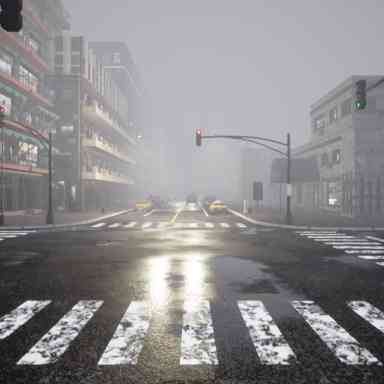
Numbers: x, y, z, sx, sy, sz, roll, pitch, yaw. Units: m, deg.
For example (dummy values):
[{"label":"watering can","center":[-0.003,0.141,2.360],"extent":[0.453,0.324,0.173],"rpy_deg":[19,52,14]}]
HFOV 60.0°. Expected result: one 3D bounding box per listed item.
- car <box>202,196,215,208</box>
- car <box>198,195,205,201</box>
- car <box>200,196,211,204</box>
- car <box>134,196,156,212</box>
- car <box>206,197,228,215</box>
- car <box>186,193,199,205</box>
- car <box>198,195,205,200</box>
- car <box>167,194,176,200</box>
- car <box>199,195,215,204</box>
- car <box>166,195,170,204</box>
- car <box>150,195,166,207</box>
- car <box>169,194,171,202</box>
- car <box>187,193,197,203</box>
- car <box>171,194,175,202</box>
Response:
[{"label":"car","center":[2.671,1.611,44.987],"extent":[1.802,1.307,4.206],"rpy_deg":[0,0,0]},{"label":"car","center":[2.650,1.632,89.471],"extent":[1.752,1.417,4.829],"rpy_deg":[0,0,0]},{"label":"car","center":[2.661,1.612,67.144],"extent":[2.008,1.369,4.403],"rpy_deg":[0,0,0]},{"label":"car","center":[-5.706,1.549,39.273],"extent":[1.752,1.417,4.829],"rpy_deg":[0,0,0]},{"label":"car","center":[2.677,1.544,34.079],"extent":[1.752,1.417,4.829],"rpy_deg":[0,0,0]},{"label":"car","center":[-0.028,1.403,60.684],"extent":[2.097,1.767,4.553],"rpy_deg":[0,0,0]},{"label":"car","center":[2.648,1.670,94.840],"extent":[2.008,1.369,4.403],"rpy_deg":[0,0,0]},{"label":"car","center":[-5.732,1.434,94.836],"extent":[2.192,1.841,5.009],"rpy_deg":[0,0,0]},{"label":"car","center":[2.670,1.351,50.526],"extent":[2.192,1.841,5.009],"rpy_deg":[0,0,0]},{"label":"car","center":[-5.717,1.603,61.600],"extent":[2.008,1.369,4.403],"rpy_deg":[0,0,0]},{"label":"car","center":[-5.711,1.351,50.522],"extent":[2.192,1.841,5.009],"rpy_deg":[0,0,0]},{"label":"car","center":[-5.719,1.587,66.969],"extent":[1.752,1.417,4.829],"rpy_deg":[0,0,0]},{"label":"car","center":[-0.032,1.182,70.747],"extent":[2.150,2.045,5.566],"rpy_deg":[0,0,0]},{"label":"car","center":[-5.725,1.627,78.218],"extent":[1.887,1.381,4.507],"rpy_deg":[0,0,0]}]
